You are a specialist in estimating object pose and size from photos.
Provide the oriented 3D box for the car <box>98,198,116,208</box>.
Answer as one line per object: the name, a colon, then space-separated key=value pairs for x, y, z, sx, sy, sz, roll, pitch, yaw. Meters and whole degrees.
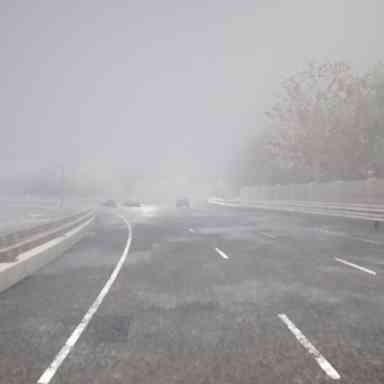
car: x=-12.926 y=1.658 z=50.567 sx=1.837 sy=1.490 sz=4.892 roll=0 pitch=0 yaw=-28

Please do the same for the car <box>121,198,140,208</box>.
car: x=-9.549 y=1.674 z=51.614 sx=1.994 sy=1.385 sz=4.181 roll=0 pitch=0 yaw=-28

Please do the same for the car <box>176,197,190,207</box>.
car: x=-1.403 y=1.511 z=50.256 sx=2.128 sy=1.511 sz=4.902 roll=-1 pitch=0 yaw=-4
